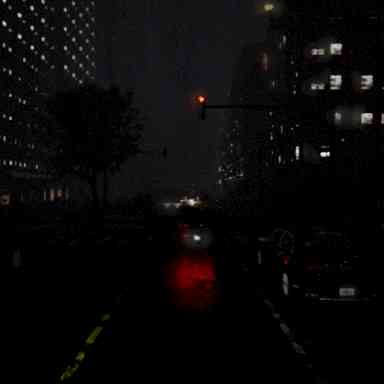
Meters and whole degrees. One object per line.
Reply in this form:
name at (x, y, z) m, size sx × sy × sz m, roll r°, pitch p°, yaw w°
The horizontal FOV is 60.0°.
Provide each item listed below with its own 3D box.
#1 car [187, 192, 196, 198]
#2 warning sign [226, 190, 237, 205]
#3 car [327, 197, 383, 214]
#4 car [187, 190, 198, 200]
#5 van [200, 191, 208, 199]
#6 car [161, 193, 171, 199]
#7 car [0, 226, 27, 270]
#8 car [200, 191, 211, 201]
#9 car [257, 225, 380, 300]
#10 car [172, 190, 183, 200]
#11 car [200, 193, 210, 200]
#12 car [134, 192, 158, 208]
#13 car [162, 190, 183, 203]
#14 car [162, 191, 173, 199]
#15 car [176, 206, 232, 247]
car at (-0.028, 0.667, 80.071) m, size 2.128 × 1.511 × 4.902 m, roll 0°, pitch 0°, yaw 0°
warning sign at (5.054, 0.724, 42.453) m, size 1.300 × 1.860 × 1.060 m, roll 0°, pitch 1°, yaw 0°
car at (13.416, 1.082, 27.351) m, size 4.403 × 1.369 × 2.008 m, roll -1°, pitch 1°, yaw -1°
car at (-0.026, 0.889, 70.066) m, size 1.812 × 1.442 × 4.674 m, roll 0°, pitch 0°, yaw 0°
van at (2.662, 0.685, 73.466) m, size 1.690 × 1.788 × 3.998 m, roll 0°, pitch 0°, yaw 0°
car at (-5.718, 0.910, 73.465) m, size 1.947 × 1.339 × 4.313 m, roll 0°, pitch 0°, yaw 0°
car at (-5.694, 1.467, 7.941) m, size 1.887 × 1.381 × 4.507 m, roll 0°, pitch 1°, yaw 0°
car at (2.667, 1.001, 62.422) m, size 1.947 × 1.339 × 4.313 m, roll 0°, pitch 0°, yaw 0°
car at (2.686, 1.473, 7.944) m, size 2.008 × 1.369 × 4.403 m, roll 0°, pitch 1°, yaw 0°
car at (-3.026, 0.591, 70.144) m, size 2.150 × 2.045 × 5.566 m, roll 0°, pitch 0°, yaw 0°
car at (2.665, 0.913, 68.114) m, size 1.752 × 1.417 × 4.829 m, roll 0°, pitch 0°, yaw 0°
car at (-5.707, 0.942, 40.326) m, size 2.192 × 1.841 × 5.009 m, roll 0°, pitch 1°, yaw 0°
car at (-3.099, 0.727, 54.215) m, size 2.150 × 2.045 × 5.566 m, roll 0°, pitch 1°, yaw 0°
car at (-5.721, 0.615, 78.985) m, size 2.192 × 1.841 × 5.009 m, roll 0°, pitch 0°, yaw 0°
car at (0.588, 1.367, 14.338) m, size 1.837 × 1.490 × 4.892 m, roll 0°, pitch 1°, yaw 10°
